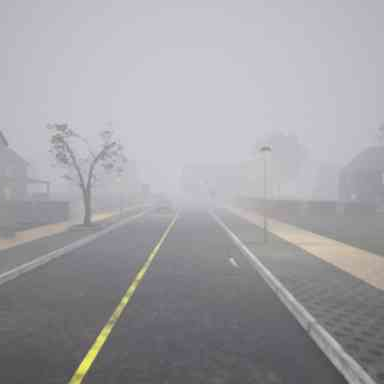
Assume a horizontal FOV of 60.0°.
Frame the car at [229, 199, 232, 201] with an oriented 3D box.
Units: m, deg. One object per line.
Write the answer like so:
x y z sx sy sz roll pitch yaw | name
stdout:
7.777 1.395 51.639 4.181 1.385 1.994 1 2 -1 | car

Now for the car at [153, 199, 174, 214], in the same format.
-2.831 1.435 34.445 2.033 1.411 5.357 0 0 0 | car
